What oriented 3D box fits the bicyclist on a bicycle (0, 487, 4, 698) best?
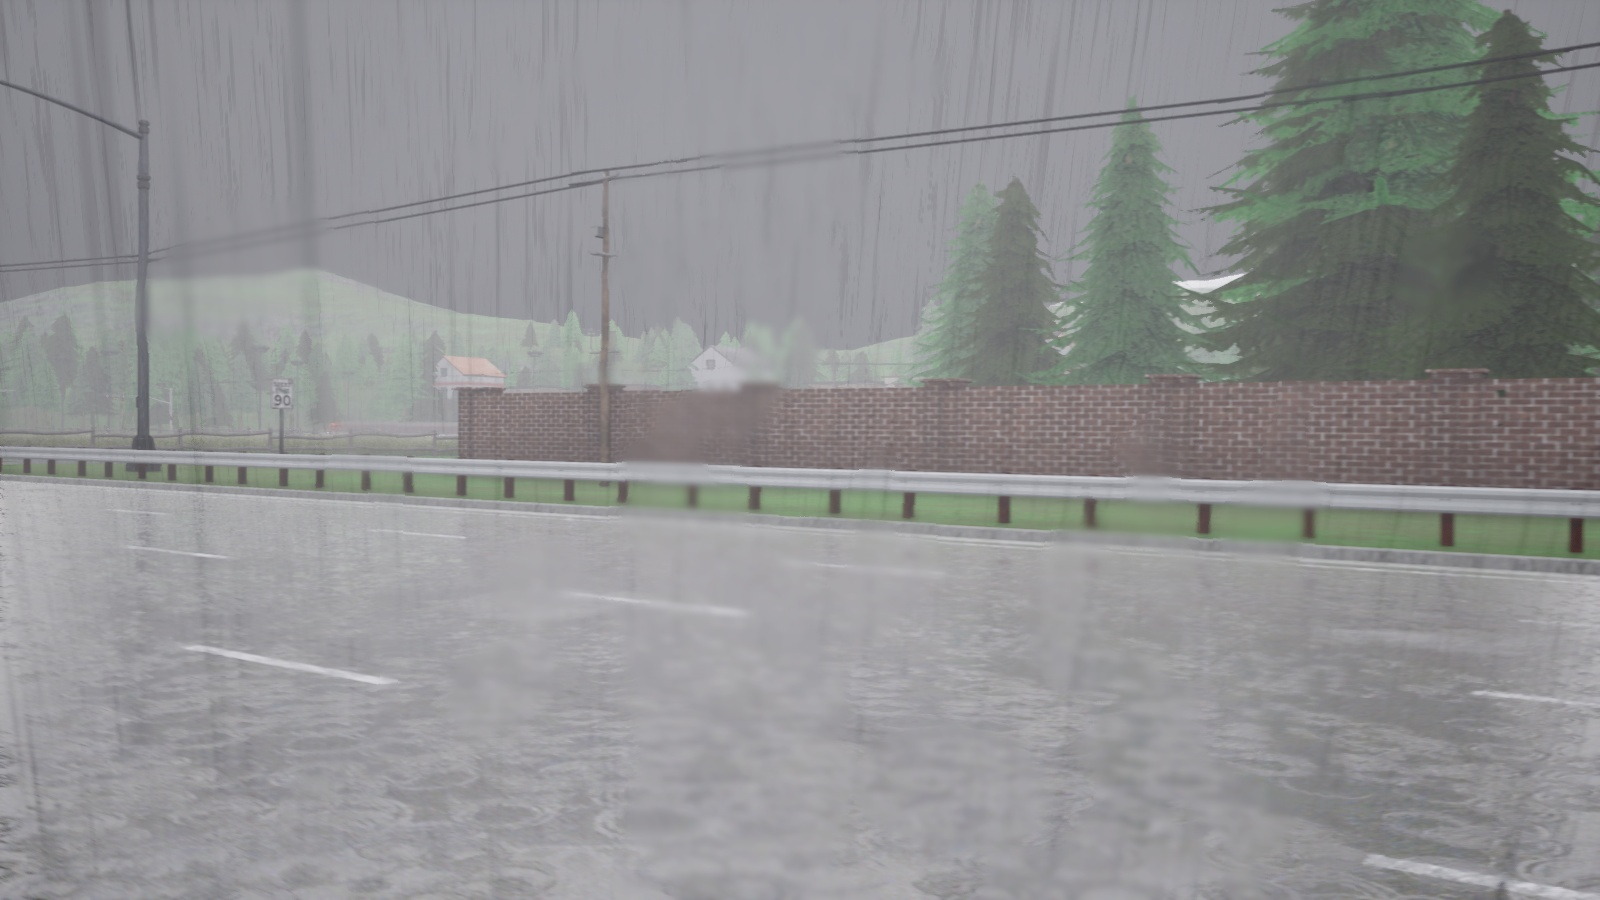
[{"bbox_3d":[-5.443,0.618,7.244,1.509,1.612,0.866,0,1,33],"label":"bicyclist on a bicycle"}]
